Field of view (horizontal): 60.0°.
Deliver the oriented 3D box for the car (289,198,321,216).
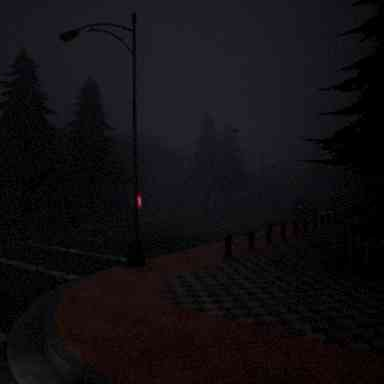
[{"bbox_3d":[11.679,1.442,34.156,2.097,1.767,4.553,0,0,35],"label":"car"}]
